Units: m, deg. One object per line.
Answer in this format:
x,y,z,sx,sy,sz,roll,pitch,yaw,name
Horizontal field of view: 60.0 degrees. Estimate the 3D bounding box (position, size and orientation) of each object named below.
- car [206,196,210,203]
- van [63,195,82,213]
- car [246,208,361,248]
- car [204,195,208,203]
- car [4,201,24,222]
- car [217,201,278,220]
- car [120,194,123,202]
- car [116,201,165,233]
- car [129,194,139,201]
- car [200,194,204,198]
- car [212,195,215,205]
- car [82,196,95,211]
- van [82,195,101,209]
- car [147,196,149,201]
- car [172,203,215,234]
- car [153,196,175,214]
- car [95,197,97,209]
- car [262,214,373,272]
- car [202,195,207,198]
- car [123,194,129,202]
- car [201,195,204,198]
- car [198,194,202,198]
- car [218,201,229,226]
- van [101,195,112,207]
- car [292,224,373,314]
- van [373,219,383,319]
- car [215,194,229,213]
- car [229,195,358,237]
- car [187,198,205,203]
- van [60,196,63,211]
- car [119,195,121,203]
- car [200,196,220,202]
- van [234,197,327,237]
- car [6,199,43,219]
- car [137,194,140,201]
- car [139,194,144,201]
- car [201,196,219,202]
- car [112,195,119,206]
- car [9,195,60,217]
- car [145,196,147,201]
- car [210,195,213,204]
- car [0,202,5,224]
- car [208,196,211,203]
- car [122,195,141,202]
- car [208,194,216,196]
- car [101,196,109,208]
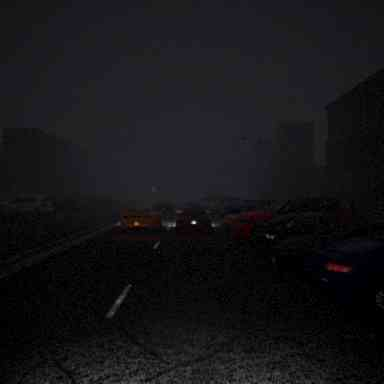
4.703,1.612,42.696,5.008,1.535,2.097,0,0,0,car
-15.621,1.387,38.498,4.442,1.987,1.878,0,0,0,van
4.703,1.492,12.129,4.892,1.521,2.231,0,0,0,car
4.702,1.647,48.256,5.008,1.535,2.097,0,0,0,car
-15.495,1.583,24.712,4.674,1.452,2.002,0,0,0,car
4.702,1.541,28.803,4.892,1.521,2.231,0,0,0,car
-15.554,1.636,60.683,4.553,1.767,2.185,0,0,0,car
-2.901,1.506,19.862,1.882,1.535,5.008,0,0,0,car
-15.507,1.881,77.106,4.792,1.488,2.163,0,0,0,car
4.677,1.829,73.271,4.792,1.488,2.163,0,0,0,car
4.677,1.440,34.362,4.553,1.767,2.185,0,0,0,car
-15.321,1.627,41.256,5.366,1.575,1.946,0,0,0,car
-15.628,1.440,46.771,4.442,1.987,1.878,0,0,0,van
-15.545,1.916,93.652,5.008,1.535,2.097,0,0,0,car
0.099,1.591,19.560,1.994,1.385,4.181,0,0,0,car
-2.902,1.575,36.700,1.882,1.535,5.008,0,0,0,car
-15.506,1.688,44.013,4.674,1.452,2.002,0,0,0,car
4.679,1.515,9.351,4.792,1.488,2.163,0,0,0,car
4.522,1.663,51.035,5.366,1.575,1.946,0,0,0,car
-15.553,1.527,63.319,5.566,2.045,2.435,0,0,0,car
4.700,1.736,62.153,4.892,1.521,2.231,0,0,0,car
4.677,1.564,76.053,5.566,2.045,2.435,0,0,0,car
4.523,1.507,20.467,5.366,1.575,1.946,0,0,0,car
-15.399,1.479,52.287,4.442,1.987,1.878,0,0,0,van
4.707,1.523,6.697,4.674,1.452,2.002,0,0,0,car
4.826,1.255,3.792,4.442,1.987,1.878,0,0,0,van
4.680,1.267,23.246,5.566,2.045,2.435,0,0,0,car
4.681,1.244,14.911,5.566,2.045,2.435,0,0,0,car
0.099,1.656,35.630,1.994,1.385,4.181,0,0,0,car
-15.616,1.357,32.985,4.442,1.987,1.878,0,0,0,van
-15.515,1.743,57.926,5.008,1.535,2.097,0,0,0,car
4.914,1.898,92.718,5.366,1.575,1.946,0,0,0,car
4.592,1.277,17.688,4.442,1.987,1.878,0,0,0,van
-15.500,1.555,27.471,5.008,1.535,2.097,0,0,0,car
-15.541,1.904,79.863,4.674,1.452,2.002,0,0,0,car
-15.513,1.623,82.623,5.566,2.045,2.435,0,0,0,car
4.749,1.916,89.941,4.792,1.488,2.163,0,0,0,car
-15.546,1.473,55.045,5.566,2.045,2.435,0,0,0,car
-15.526,1.317,30.227,5.566,2.045,2.435,0,0,0,car
-15.545,1.945,90.895,4.674,1.452,2.002,0,0,0,car
4.677,1.454,37.142,4.553,1.767,2.185,0,0,0,car
-15.520,1.563,21.956,4.792,1.488,2.163,0,0,0,car
4.714,1.597,39.919,4.892,1.521,2.231,0,0,0,car
-15.512,1.760,85.380,4.553,1.767,2.185,0,0,0,car
4.739,1.504,45.478,4.553,1.767,2.185,0,0,0,car
-15.519,1.686,49.527,5.008,1.535,2.097,0,0,0,car
